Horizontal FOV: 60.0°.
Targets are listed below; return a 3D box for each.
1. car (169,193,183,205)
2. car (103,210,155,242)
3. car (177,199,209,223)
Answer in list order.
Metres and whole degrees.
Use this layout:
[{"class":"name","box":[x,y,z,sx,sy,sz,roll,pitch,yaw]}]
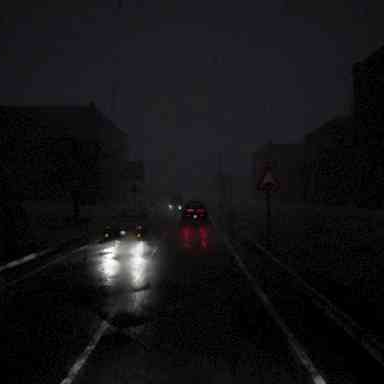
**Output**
[{"class":"car","box":[-2.745,1.229,57.945,2.150,2.045,5.566,0,0,1]},{"class":"car","box":[-3.012,1.589,16.523,1.994,1.385,4.181,0,0,0]},{"class":"car","box":[0.218,1.487,24.613,2.128,1.511,4.902,0,-1,0]}]
